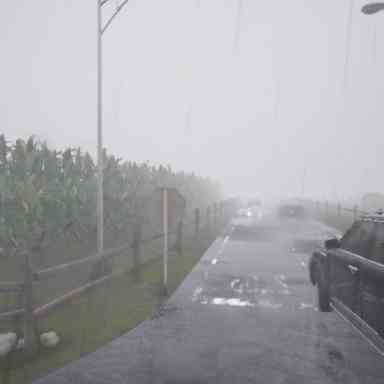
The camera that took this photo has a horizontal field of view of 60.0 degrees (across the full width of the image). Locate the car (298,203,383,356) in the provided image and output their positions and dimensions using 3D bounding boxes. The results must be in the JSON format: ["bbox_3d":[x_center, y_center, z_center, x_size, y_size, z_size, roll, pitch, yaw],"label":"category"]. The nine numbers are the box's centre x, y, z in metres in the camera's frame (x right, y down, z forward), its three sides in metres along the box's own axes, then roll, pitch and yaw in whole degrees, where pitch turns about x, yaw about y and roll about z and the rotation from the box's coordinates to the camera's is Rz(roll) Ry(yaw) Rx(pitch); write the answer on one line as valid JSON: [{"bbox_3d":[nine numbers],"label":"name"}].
[{"bbox_3d":[3.303,1.227,4.482,2.150,2.045,5.566,-3,0,4],"label":"car"}]

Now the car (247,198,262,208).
[{"bbox_3d":[8.679,1.500,46.241,1.895,1.301,4.718,0,0,10],"label":"car"}]

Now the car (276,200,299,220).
[{"bbox_3d":[7.987,1.415,27.351,1.882,1.535,5.008,0,0,11],"label":"car"}]
